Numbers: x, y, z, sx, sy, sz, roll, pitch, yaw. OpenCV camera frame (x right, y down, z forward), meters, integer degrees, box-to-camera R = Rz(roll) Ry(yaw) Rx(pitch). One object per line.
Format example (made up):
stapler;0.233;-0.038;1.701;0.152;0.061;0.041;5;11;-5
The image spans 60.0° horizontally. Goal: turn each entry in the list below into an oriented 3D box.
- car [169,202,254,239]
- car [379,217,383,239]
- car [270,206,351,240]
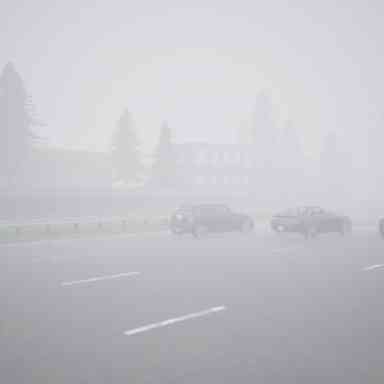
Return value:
car;1.121;1.322;17.437;4.553;1.767;2.097;0;0;-35
car;10.659;1.454;15.639;4.892;1.490;1.837;0;0;-35
car;6.051;1.451;16.654;4.902;1.511;2.128;0;0;-35
